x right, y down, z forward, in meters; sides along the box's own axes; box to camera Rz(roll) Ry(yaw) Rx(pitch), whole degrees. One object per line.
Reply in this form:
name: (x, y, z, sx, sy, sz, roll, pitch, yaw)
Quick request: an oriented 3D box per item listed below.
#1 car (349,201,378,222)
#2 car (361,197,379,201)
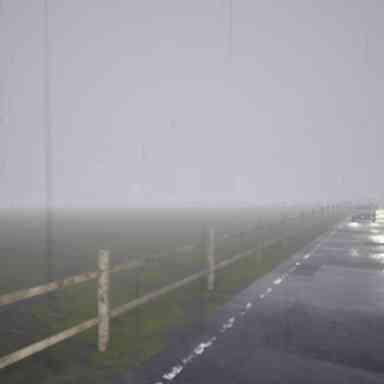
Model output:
car: (15.091, 1.800, 29.242, 1.837, 1.490, 4.892, -1, -1, 29)
car: (27.598, 1.739, 51.564, 2.150, 2.045, 5.566, -1, -1, 29)
